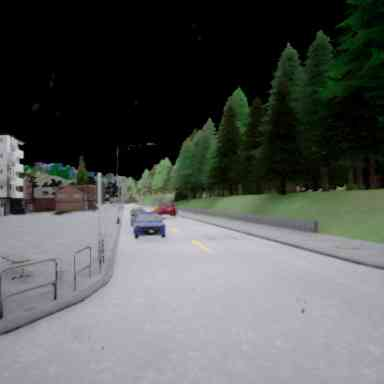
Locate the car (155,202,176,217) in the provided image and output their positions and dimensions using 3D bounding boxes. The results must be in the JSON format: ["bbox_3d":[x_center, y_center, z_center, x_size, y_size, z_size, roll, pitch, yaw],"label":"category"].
[{"bbox_3d":[-3.530,2.471,46.572,2.150,2.045,5.566,-1,-1,-11],"label":"car"}]

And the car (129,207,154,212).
[{"bbox_3d":[-4.777,2.454,31.580,1.994,1.385,4.181,-1,-1,-11],"label":"car"}]

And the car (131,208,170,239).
[{"bbox_3d":[-2.844,2.088,21.798,1.882,1.535,5.008,-1,-1,-11],"label":"car"}]

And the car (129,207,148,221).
[{"bbox_3d":[-6.770,2.672,41.744,2.128,1.511,4.902,-1,-1,-11],"label":"car"}]
